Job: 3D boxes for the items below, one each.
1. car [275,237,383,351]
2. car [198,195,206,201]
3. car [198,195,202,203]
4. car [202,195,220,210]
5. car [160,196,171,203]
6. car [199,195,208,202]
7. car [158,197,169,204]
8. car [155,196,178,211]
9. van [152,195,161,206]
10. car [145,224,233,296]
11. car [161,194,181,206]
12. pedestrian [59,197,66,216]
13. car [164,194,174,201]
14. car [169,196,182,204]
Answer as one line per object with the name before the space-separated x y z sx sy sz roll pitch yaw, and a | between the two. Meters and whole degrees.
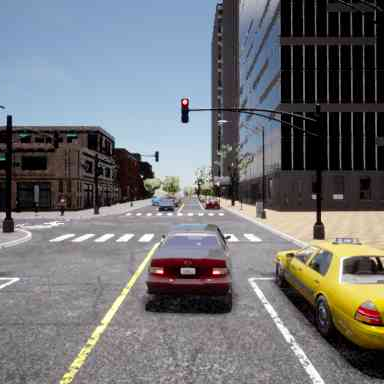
car | 2.837 1.527 6.377 1.752 1.417 4.829 1 0 0
car | 2.683 1.580 88.434 1.887 1.381 4.507 1 0 0
car | 2.687 1.553 72.000 1.752 1.417 4.829 1 0 0
car | 2.694 1.456 44.155 1.967 1.590 4.097 1 0 0
car | -5.694 1.594 71.840 1.947 1.339 4.313 1 0 0
car | 2.686 1.556 77.534 1.752 1.417 4.829 1 0 0
car | -5.693 1.607 66.306 1.802 1.307 4.206 1 0 0
car | -3.132 1.562 41.139 2.033 1.411 5.357 0 0 -3
van | -5.687 1.362 55.237 1.690 1.788 3.998 1 0 0
car | 0.074 1.550 8.828 2.033 1.411 5.357 0 0 3
car | -3.105 1.371 51.037 2.097 1.767 4.553 0 0 0
pedestrian | -12.551 1.369 32.147 0.375 1.860 0.375 0 0 1
car | -5.692 1.348 82.909 2.192 1.841 5.009 1 0 0
car | -3.068 1.516 63.356 2.128 1.511 4.902 0 0 0
